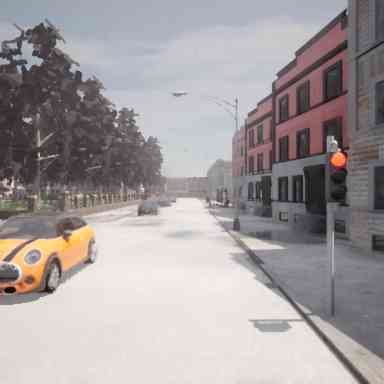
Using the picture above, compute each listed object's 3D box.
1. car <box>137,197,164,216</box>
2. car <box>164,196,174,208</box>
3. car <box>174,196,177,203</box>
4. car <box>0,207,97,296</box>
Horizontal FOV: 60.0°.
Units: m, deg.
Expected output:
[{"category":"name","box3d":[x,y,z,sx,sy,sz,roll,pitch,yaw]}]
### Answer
[{"category":"car","box3d":[-4.105,1.504,32.199,1.837,1.490,4.892,0,0,0]},{"category":"car","box3d":[-4.102,1.477,49.070,1.882,1.535,5.008,0,0,0]},{"category":"car","box3d":[-4.010,1.547,67.379,2.033,1.411,5.357,0,0,0]},{"category":"car","box3d":[-4.101,1.352,8.805,2.097,1.767,4.553,0,0,0]}]
